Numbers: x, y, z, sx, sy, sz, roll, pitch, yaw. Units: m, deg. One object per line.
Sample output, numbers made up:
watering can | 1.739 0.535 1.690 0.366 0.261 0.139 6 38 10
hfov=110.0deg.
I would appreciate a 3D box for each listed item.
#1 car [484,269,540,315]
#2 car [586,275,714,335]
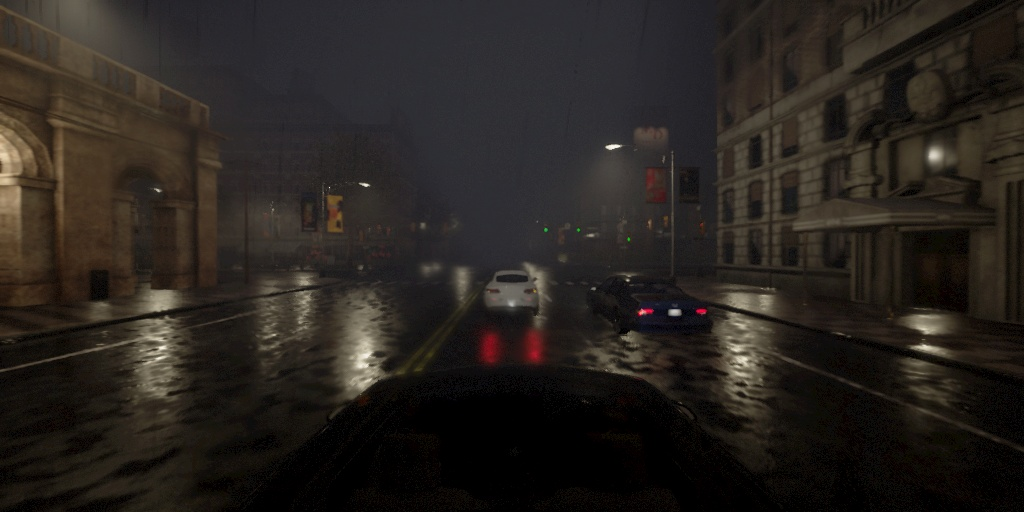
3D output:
car | -0.002 1.209 13.141 1.812 1.442 4.674 0 0 0
car | 3.506 1.247 10.244 2.033 1.411 5.357 0 0 0
